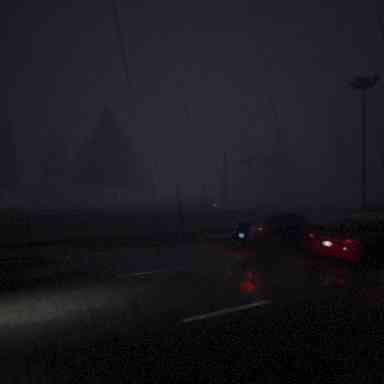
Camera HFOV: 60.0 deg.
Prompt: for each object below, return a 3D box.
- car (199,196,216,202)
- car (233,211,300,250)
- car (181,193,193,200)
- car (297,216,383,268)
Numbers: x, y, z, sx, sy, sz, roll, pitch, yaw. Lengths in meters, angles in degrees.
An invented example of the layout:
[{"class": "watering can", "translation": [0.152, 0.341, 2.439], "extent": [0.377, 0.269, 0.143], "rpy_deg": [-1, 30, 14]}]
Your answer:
[{"class": "car", "translation": [3.071, 1.536, 67.213], "extent": [1.882, 1.535, 5.008], "rpy_deg": [0, 0, -21]}, {"class": "car", "translation": [3.907, 1.559, 14.396], "extent": [4.674, 1.442, 1.812], "rpy_deg": [1, 0, -32]}, {"class": "car", "translation": [-0.921, 1.580, 82.140], "extent": [2.033, 1.411, 5.357], "rpy_deg": [0, 0, -11]}, {"class": "car", "translation": [5.974, 1.609, 11.563], "extent": [4.181, 1.385, 1.994], "rpy_deg": [0, 0, -32]}]
